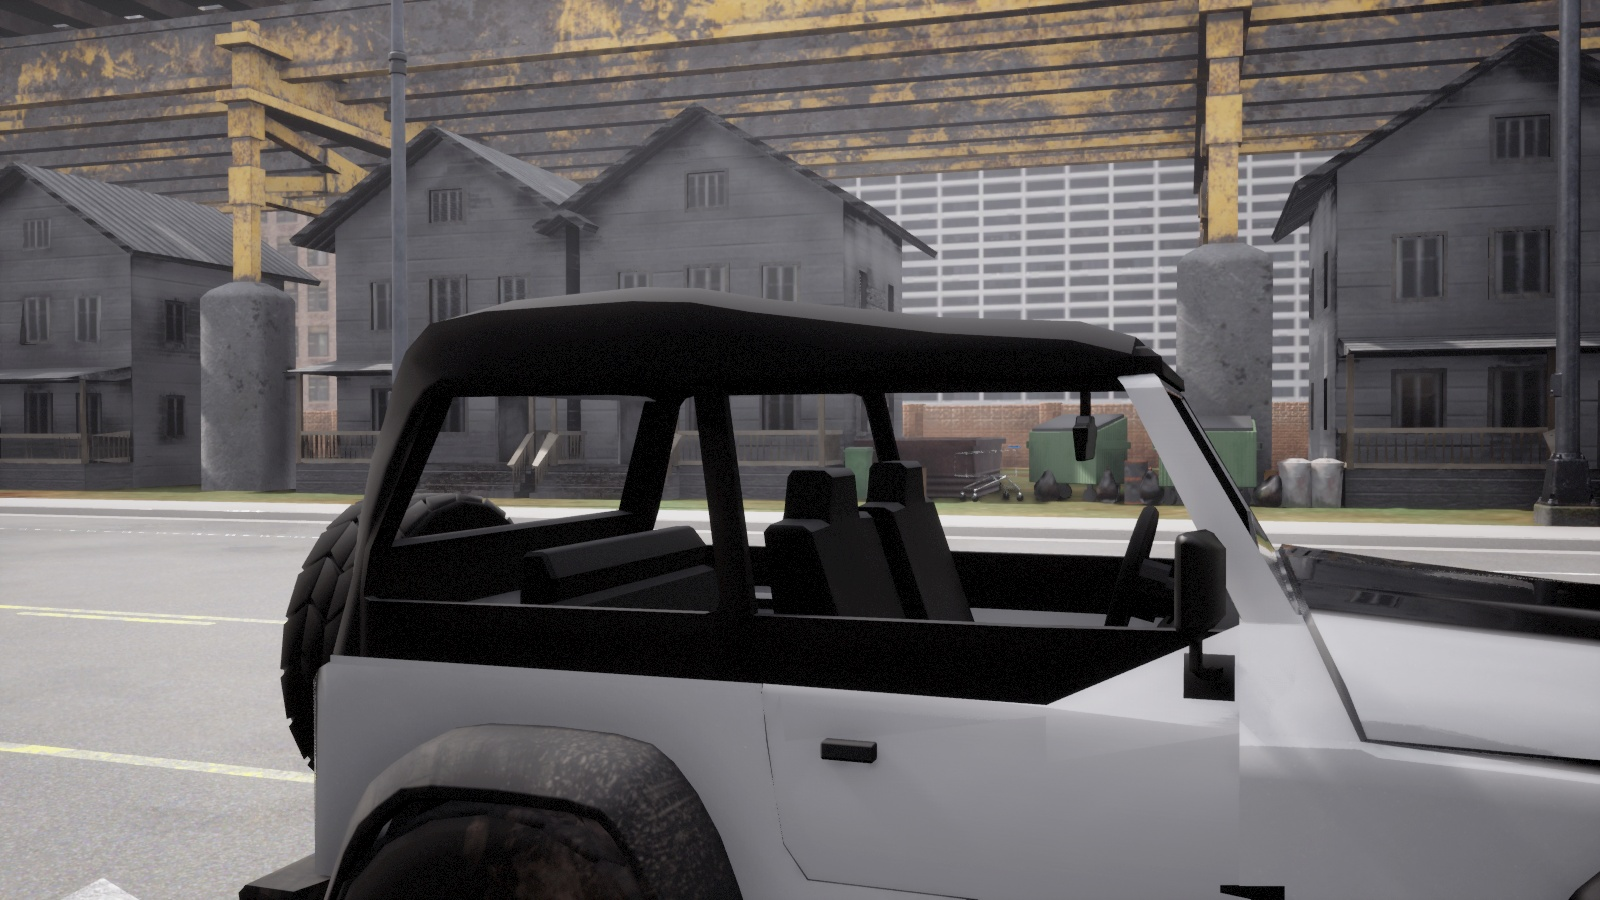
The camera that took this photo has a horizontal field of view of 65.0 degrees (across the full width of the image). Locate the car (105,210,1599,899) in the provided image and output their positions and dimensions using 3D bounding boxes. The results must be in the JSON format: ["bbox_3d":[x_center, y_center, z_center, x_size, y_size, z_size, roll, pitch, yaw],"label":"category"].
[{"bbox_3d":[0.641,0.577,2.981,3.866,1.878,1.905,1,1,19],"label":"car"}]
